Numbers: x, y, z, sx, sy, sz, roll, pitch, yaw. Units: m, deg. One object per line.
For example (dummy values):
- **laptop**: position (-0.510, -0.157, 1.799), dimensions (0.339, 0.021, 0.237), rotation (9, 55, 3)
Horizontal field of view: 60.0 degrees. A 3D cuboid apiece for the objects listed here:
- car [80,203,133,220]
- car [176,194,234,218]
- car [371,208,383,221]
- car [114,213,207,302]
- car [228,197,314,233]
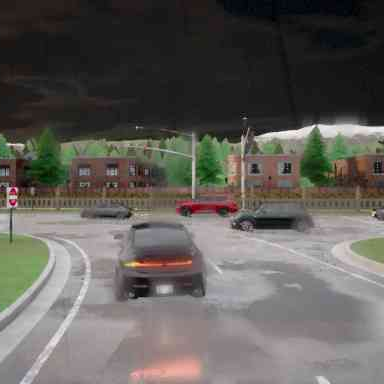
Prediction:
- **car**: position (-6.930, 1.562, 27.300), dimensions (4.181, 1.385, 1.994), rotation (0, 0, 6)
- **car**: position (1.359, 1.219, 29.950), dimensions (5.566, 2.045, 2.150), rotation (0, 0, 6)
- **car**: position (16.120, 1.490, 24.883), dimensions (4.902, 1.511, 2.128), rotation (0, 0, 6)
- **car**: position (-0.885, 1.504, 8.386), dimensions (1.837, 1.490, 4.892), rotation (0, 0, -9)
- **car**: position (4.495, 1.350, 19.064), dimensions (4.553, 1.767, 2.097), rotation (0, 0, 6)
